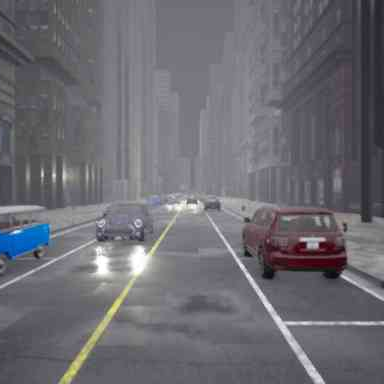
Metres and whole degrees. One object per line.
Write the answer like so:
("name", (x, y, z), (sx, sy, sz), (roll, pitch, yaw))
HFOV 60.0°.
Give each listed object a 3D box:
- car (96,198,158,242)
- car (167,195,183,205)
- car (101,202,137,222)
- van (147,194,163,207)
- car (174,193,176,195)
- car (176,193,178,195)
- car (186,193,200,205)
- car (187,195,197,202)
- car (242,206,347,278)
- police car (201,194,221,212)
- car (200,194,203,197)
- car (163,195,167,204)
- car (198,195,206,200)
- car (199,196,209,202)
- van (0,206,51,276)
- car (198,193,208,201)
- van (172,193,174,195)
("car", (-3.097, 1.342, 16.190), (2.097, 1.767, 4.553), (0, 0, 0))
("car", (-3.044, 1.586, 57.325), (1.895, 1.301, 4.718), (0, 0, 1))
("car", (-5.760, 1.531, 26.889), (1.887, 1.381, 4.507), (0, 0, 0))
("van", (-5.757, 1.326, 49.435), (1.690, 1.788, 3.998), (0, 0, 0))
("car", (-5.751, 1.425, 83.256), (1.967, 1.590, 4.097), (0, 0, 0))
("car", (-5.749, 1.426, 94.530), (1.967, 1.590, 4.097), (0, 0, 0))
("car", (0.011, 1.463, 56.757), (1.882, 1.535, 5.008), (0, 0, 0))
("car", (0.014, 1.415, 76.379), (2.033, 1.411, 5.357), (0, 0, 0))
("car", (2.762, 1.308, 9.991), (2.192, 1.841, 5.009), (0, 0, 0))
("police car", (2.373, 1.410, 39.598), (1.930, 1.638, 5.238), (0, 0, 0))
("car", (2.771, 1.536, 60.718), (2.008, 1.369, 4.403), (0, 0, 0))
("car", (-5.755, 1.551, 55.072), (1.947, 1.339, 4.313), (0, 0, 0))
("car", (2.777, 1.552, 94.536), (1.947, 1.339, 4.313), (0, 0, 0))
("car", (2.774, 1.551, 77.627), (1.947, 1.339, 4.313), (0, 0, 0))
("van", (-5.763, 1.334, 9.978), (1.690, 1.788, 3.998), (0, 0, 0))
("car", (2.774, 1.300, 83.264), (2.192, 1.841, 5.009), (0, 0, 0))
("van", (-5.752, 1.326, 77.619), (1.690, 1.788, 3.998), (0, 0, 0))
